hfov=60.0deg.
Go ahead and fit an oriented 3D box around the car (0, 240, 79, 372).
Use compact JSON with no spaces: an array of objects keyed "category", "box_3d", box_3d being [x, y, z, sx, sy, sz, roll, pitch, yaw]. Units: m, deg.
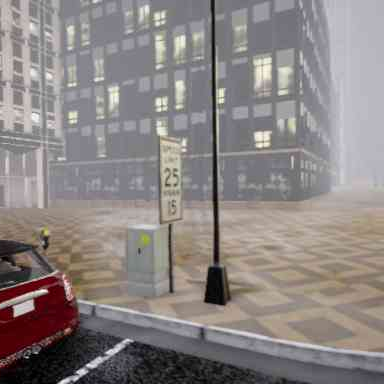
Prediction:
[{"category":"car","box_3d":[-3.691,1.386,4.777,4.097,1.590,1.967,0,1,27]}]
